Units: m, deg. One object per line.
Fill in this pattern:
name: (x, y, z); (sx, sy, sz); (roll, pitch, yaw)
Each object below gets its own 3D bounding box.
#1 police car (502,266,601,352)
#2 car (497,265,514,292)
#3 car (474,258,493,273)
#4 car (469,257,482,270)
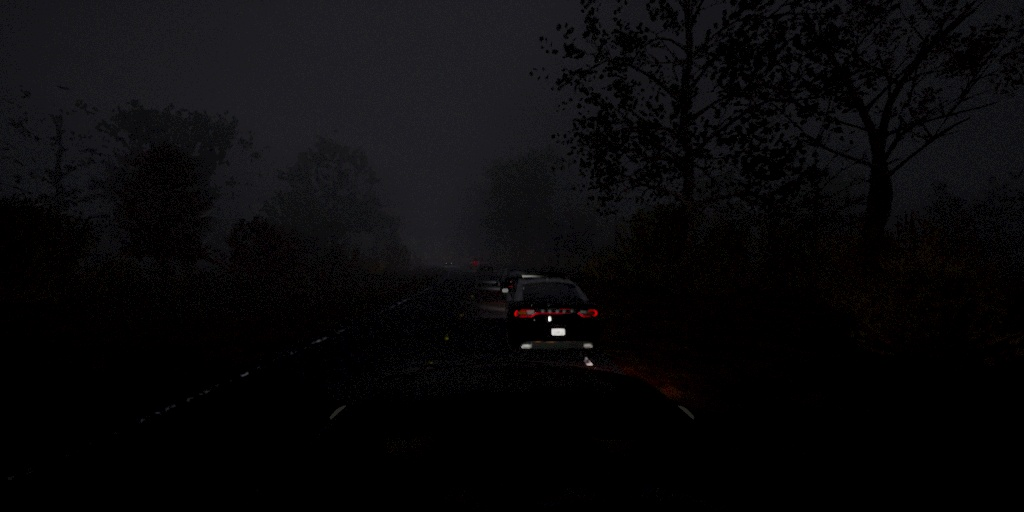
police car: (0.779, 1.207, 9.188); (1.930, 1.638, 5.238); (0, 0, -2)
car: (0.321, 1.351, 19.146); (1.812, 1.442, 4.674); (0, 0, -4)
car: (-3.561, 1.421, 46.954); (1.882, 1.535, 5.008); (0, 0, -9)
car: (-5.968, 1.222, 60.513); (2.150, 2.045, 5.566); (0, 0, -12)
